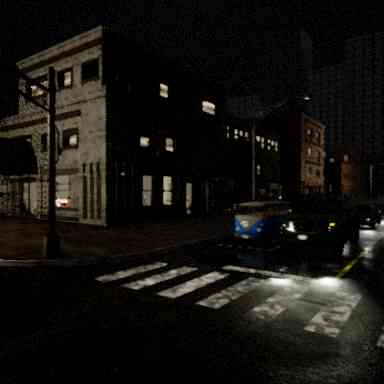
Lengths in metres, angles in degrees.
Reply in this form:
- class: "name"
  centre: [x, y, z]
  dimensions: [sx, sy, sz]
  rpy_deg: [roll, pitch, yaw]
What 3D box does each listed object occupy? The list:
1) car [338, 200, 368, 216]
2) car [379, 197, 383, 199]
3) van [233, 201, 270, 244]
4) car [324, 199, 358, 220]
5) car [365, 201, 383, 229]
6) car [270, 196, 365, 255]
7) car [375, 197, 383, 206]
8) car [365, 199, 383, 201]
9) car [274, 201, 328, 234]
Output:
- class: "car"
  centre: [16.201, 1.531, 33.450]
  dimensions: [2.008, 1.369, 4.403]
  rpy_deg: [0, 0, 35]
- class: "car"
  centre: [25.690, 1.513, 46.828]
  dimensions: [1.752, 1.417, 4.829]
  rpy_deg: [0, 0, 35]
- class: "van"
  centre: [3.418, 1.323, 15.427]
  dimensions: [1.690, 1.788, 3.998]
  rpy_deg: [0, 0, 35]
- class: "car"
  centre: [13.006, 1.419, 28.945]
  dimensions: [1.967, 1.590, 4.097]
  rpy_deg: [0, 0, 35]
- class: "car"
  centre: [11.349, 1.532, 22.129]
  dimensions: [2.033, 1.411, 5.357]
  rpy_deg: [0, 0, 35]
- class: "car"
  centre: [5.420, 1.209, 13.767]
  dimensions: [2.150, 2.045, 5.566]
  rpy_deg: [0, 0, 35]
- class: "car"
  centre: [32.181, 1.546, 55.979]
  dimensions: [2.008, 1.369, 4.403]
  rpy_deg: [0, 0, 35]
- class: "car"
  centre: [17.231, 1.585, 30.398]
  dimensions: [1.895, 1.301, 4.718]
  rpy_deg: [0, 0, 35]
- class: "car"
  centre: [6.614, 1.421, 19.933]
  dimensions: [1.967, 1.590, 4.097]
  rpy_deg: [0, 0, 35]
